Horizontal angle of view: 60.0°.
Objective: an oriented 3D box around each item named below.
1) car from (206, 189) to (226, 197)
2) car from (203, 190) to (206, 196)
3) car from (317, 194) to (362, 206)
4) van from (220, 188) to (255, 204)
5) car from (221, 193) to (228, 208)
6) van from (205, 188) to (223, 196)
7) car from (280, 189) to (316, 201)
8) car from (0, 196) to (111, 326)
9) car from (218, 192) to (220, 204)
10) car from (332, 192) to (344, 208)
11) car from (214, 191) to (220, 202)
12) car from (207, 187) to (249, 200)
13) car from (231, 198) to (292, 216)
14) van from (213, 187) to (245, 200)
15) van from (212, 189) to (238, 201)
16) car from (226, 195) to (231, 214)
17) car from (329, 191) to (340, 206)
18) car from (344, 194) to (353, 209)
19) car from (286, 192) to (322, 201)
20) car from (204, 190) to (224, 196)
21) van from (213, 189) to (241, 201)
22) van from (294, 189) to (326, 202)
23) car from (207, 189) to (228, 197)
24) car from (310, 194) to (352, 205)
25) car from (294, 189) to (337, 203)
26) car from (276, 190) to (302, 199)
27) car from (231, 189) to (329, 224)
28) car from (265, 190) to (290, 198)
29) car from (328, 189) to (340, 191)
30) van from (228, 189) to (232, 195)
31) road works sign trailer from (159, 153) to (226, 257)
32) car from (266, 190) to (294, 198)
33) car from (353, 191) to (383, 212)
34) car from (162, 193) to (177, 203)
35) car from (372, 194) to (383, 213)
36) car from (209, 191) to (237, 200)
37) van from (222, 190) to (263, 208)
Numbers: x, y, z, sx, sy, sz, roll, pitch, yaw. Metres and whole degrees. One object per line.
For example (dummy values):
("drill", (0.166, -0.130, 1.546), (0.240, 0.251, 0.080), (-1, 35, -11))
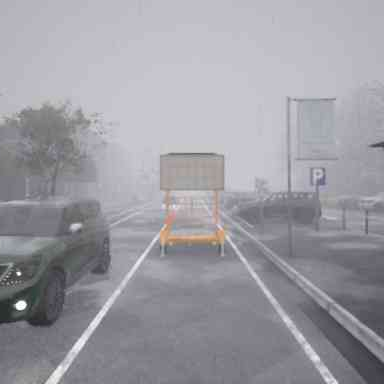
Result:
("car", (5.653, 0.198, 78.231), (4.553, 1.767, 2.185), (0, 1, 0))
("car", (5.665, 0.235, 69.821), (5.566, 2.045, 2.435), (0, 1, 0))
("car", (18.772, 1.029, 42.477), (4.792, 1.488, 2.163), (0, 1, 0))
("van", (5.612, 0.856, 36.183), (4.442, 1.987, 1.878), (0, 1, 0))
("car", (5.726, 1.116, 33.379), (5.008, 1.535, 2.097), (0, 1, 0))
("van", (5.562, -0.011, 83.835), (4.442, 1.987, 1.878), (0, 1, 0))
("car", (18.813, 0.444, 59.131), (5.566, 2.045, 2.435), (0, 1, 0))
("car", (-3.347, 1.153, 7.264), (2.150, 2.045, 5.566), (0, 1, 0))
("car", (5.752, 1.037, 41.790), (4.792, 1.488, 2.163), (0, 1, 0))
("car", (18.802, 1.073, 36.928), (5.008, 1.535, 2.097), (0, 1, 0))
("car", (5.717, 1.003, 44.598), (4.674, 1.452, 2.002), (0, 1, 0))
("car", (5.683, 0.562, 53.003), (5.566, 2.045, 2.435), (0, 1, 0))
("car", (5.740, 1.221, 27.773), (4.674, 1.452, 2.002), (0, 1, 0))
("van", (5.830, 0.642, 50.204), (4.442, 1.987, 1.878), (0, 1, 0))
("van", (5.822, 0.479, 58.610), (4.442, 1.987, 1.878), (0, 1, 0))
("car", (5.555, 1.210, 24.969), (5.366, 1.575, 1.946), (0, 1, 0))
("car", (18.989, 1.033, 39.705), (5.366, 1.575, 1.946), (0, 1, 0))
("car", (18.804, 1.109, 34.151), (4.892, 1.521, 2.231), (0, 1, 0))
("car", (18.973, 0.746, 56.361), (5.366, 1.575, 1.946), (0, 1, 0))
("car", (5.671, 0.160, 86.642), (5.008, 1.535, 2.097), (0, 1, 0))
("van", (5.825, 0.533, 55.807), (4.442, 1.987, 1.878), (0, 1, 0))
("van", (18.907, 0.577, 53.582), (4.442, 1.987, 1.878), (0, 1, 0))
("car", (5.656, 0.252, 75.428), (4.553, 1.767, 2.185), (0, 1, 0))
("car", (18.827, 0.982, 45.260), (4.792, 1.488, 2.163), (0, 1, 0))
("car", (18.821, 0.606, 50.806), (5.566, 2.045, 2.435), (0, 1, 0))
("car", (18.809, 0.462, 64.685), (4.553, 1.767, 2.185), (0, 1, 0))
("car", (5.715, 0.994, 22.163), (5.566, 2.045, 2.435), (0, 1, 0))
("car", (18.775, 0.427, 73.013), (4.892, 1.521, 2.231), (0, 1, 0))
("car", (18.767, 0.655, 48.030), (5.566, 2.045, 2.435), (0, 1, 0))
("van", (5.851, 0.922, 30.573), (4.442, 1.987, 1.878), (0, 1, 0))
("road works sign trailer", (0.000, 0.338, 12.427), (2.380, 3.560, 2.880), (0, 1, -1))
("car", (18.587, 0.477, 70.237), (5.366, 1.575, 1.946), (0, 1, 0))
("car", (18.784, 0.889, 31.373), (5.566, 2.045, 2.435), (0, 1, 0))
("car", (-3.316, 0.850, 49.308), (1.882, 1.535, 5.008), (0, 1, 0))
("car", (18.821, 1.172, 28.601), (5.008, 1.535, 2.097), (0, 1, 0))
("car", (5.696, 0.651, 61.417), (4.892, 1.521, 2.231), (0, 1, 0))
("van", (5.842, 0.819, 38.984), (4.442, 1.987, 1.878), (0, 1, 0))
